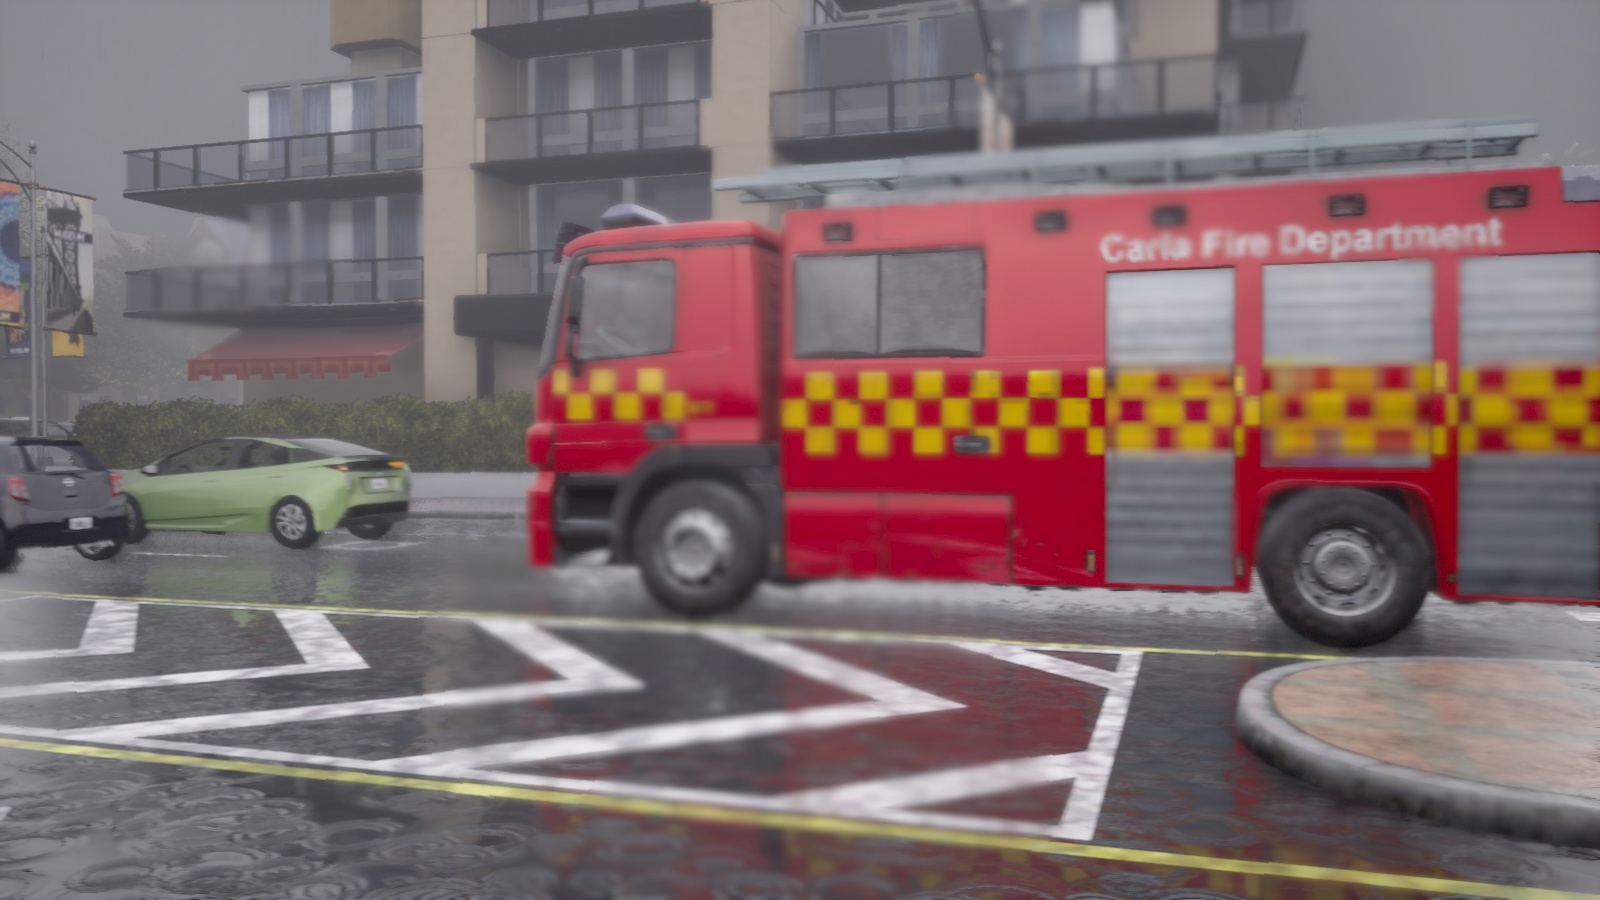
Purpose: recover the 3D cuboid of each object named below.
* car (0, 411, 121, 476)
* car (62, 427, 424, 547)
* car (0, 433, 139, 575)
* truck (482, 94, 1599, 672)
[{"bbox_3d":[-25.421,-0.243,41.206,2.150,2.045,5.566,1,1,18],"label":"car"},{"bbox_3d":[-7.881,0.446,17.849,4.514,1.525,2.007,1,1,18],"label":"car"},{"bbox_3d":[-10.000,0.550,14.860,3.633,1.501,1.845,1,1,18],"label":"car"},{"bbox_3d":[1.698,-0.499,11.021,8.468,3.827,2.891,1,1,18],"label":"truck"}]
